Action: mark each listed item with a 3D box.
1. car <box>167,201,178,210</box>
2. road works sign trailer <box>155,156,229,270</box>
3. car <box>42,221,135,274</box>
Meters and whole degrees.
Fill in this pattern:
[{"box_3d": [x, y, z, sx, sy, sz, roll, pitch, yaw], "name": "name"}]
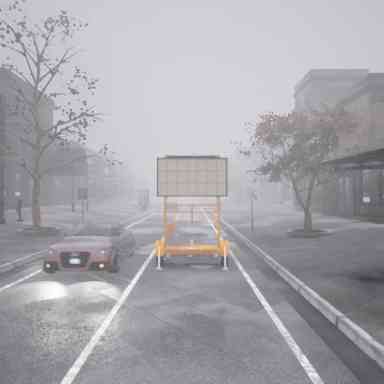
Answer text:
[{"box_3d": [-3.079, 2.040, 50.769, 2.033, 1.411, 5.357, 0, 0, 0], "name": "car"}, {"box_3d": [0.005, 0.561, 11.408, 2.380, 3.560, 2.880, 0, -1, 0], "name": "road works sign trailer"}, {"box_3d": [-3.096, 1.654, 10.766, 1.994, 1.385, 4.181, 0, -1, 0], "name": "car"}]
